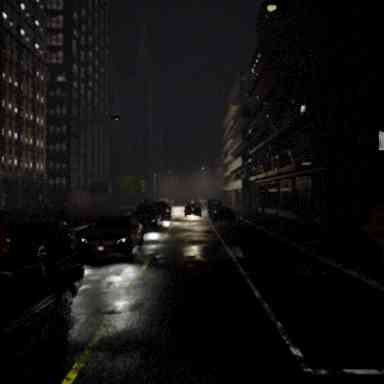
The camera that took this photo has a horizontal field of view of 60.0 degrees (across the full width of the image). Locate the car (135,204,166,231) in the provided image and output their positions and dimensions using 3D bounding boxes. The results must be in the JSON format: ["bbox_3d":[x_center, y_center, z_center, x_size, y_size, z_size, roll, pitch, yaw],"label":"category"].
[{"bbox_3d":[-3.089,1.781,22.840,1.812,1.442,4.674,0,-1,0],"label":"car"}]

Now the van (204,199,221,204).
[{"bbox_3d":[2.681,1.793,39.837,1.690,1.788,3.998,0,-1,0],"label":"van"}]

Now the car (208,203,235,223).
[{"bbox_3d":[2.684,1.889,28.789,1.947,1.339,4.313,0,-1,0],"label":"car"}]

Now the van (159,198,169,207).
[{"bbox_3d":[-5.704,2.126,67.447,1.690,1.788,3.998,0,-1,0],"label":"van"}]

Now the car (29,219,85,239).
[{"bbox_3d":[-5.694,1.703,12.220,1.947,1.339,4.313,0,-1,0],"label":"car"}]

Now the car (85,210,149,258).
[{"bbox_3d":[-3.102,1.679,13.661,1.812,1.442,4.674,0,-1,0],"label":"car"}]

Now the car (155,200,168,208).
[{"bbox_3d":[-5.703,2.268,61.923,2.008,1.369,4.403,0,-1,0],"label":"car"}]

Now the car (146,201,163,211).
[{"bbox_3d":[-5.701,2.134,50.878,2.008,1.369,4.403,0,-1,0],"label":"car"}]

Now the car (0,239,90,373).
[{"bbox_3d":[-3.090,1.653,4.548,1.895,1.301,4.718,0,-1,-1],"label":"car"}]

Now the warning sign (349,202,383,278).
[{"bbox_3d":[5.067,1.215,8.829,1.300,1.860,1.060,0,-1,0],"label":"warning sign"}]

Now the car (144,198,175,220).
[{"bbox_3d":[-3.048,1.718,32.560,2.097,1.767,4.553,0,-1,0],"label":"car"}]

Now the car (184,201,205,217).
[{"bbox_3d":[0.094,2.010,36.176,1.895,1.301,4.718,0,-1,0],"label":"car"}]

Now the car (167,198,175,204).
[{"bbox_3d":[-5.708,2.502,89.537,1.967,1.590,4.097,0,-1,0],"label":"car"}]

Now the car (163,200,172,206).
[{"bbox_3d":[-5.706,2.488,78.490,1.947,1.339,4.313,0,-1,0],"label":"car"}]

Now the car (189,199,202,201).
[{"bbox_3d":[0.002,2.103,47.171,1.994,1.385,4.181,0,-1,0],"label":"car"}]

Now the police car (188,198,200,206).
[{"bbox_3d":[0.450,2.351,78.831,1.930,1.638,5.238,0,-1,-8],"label":"police car"}]

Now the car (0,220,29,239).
[{"bbox_3d":[-5.694,1.390,6.700,2.192,1.841,5.009,0,-1,0],"label":"car"}]

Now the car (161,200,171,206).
[{"bbox_3d":[-5.705,2.397,72.968,1.887,1.381,4.507,0,-1,0],"label":"car"}]

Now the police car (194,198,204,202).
[{"bbox_3d":[0.889,2.229,68.933,1.930,1.638,5.238,0,-1,0],"label":"police car"}]

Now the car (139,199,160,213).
[{"bbox_3d":[-5.701,1.832,45.358,2.192,1.841,5.009,0,-1,0],"label":"car"}]

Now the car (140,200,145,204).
[{"bbox_3d":[-5.699,2.017,39.833,1.947,1.339,4.313,0,-1,0],"label":"car"}]

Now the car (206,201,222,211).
[{"bbox_3d":[2.683,1.914,34.482,1.752,1.417,4.829,0,-1,0],"label":"car"}]

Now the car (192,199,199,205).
[{"bbox_3d":[0.886,2.528,84.821,1.812,1.442,4.674,0,-1,0],"label":"car"}]

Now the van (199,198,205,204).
[{"bbox_3d":[2.672,2.404,89.539,1.690,1.788,3.998,0,-1,0],"label":"van"}]
